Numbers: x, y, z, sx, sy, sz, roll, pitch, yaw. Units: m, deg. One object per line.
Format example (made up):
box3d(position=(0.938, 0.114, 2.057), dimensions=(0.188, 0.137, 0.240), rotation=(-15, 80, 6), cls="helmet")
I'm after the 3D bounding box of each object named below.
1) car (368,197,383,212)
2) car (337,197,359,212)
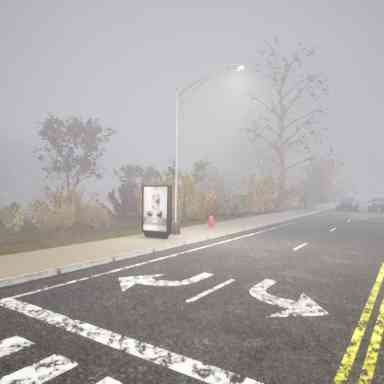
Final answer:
box3d(position=(21.463, 1.391, 38.137), dimensions=(2.097, 1.767, 4.553), rotation=(0, 0, 30), cls="car")
box3d(position=(18.659, 1.388, 39.780), dimensions=(2.097, 1.767, 4.553), rotation=(0, 0, 30), cls="car")
